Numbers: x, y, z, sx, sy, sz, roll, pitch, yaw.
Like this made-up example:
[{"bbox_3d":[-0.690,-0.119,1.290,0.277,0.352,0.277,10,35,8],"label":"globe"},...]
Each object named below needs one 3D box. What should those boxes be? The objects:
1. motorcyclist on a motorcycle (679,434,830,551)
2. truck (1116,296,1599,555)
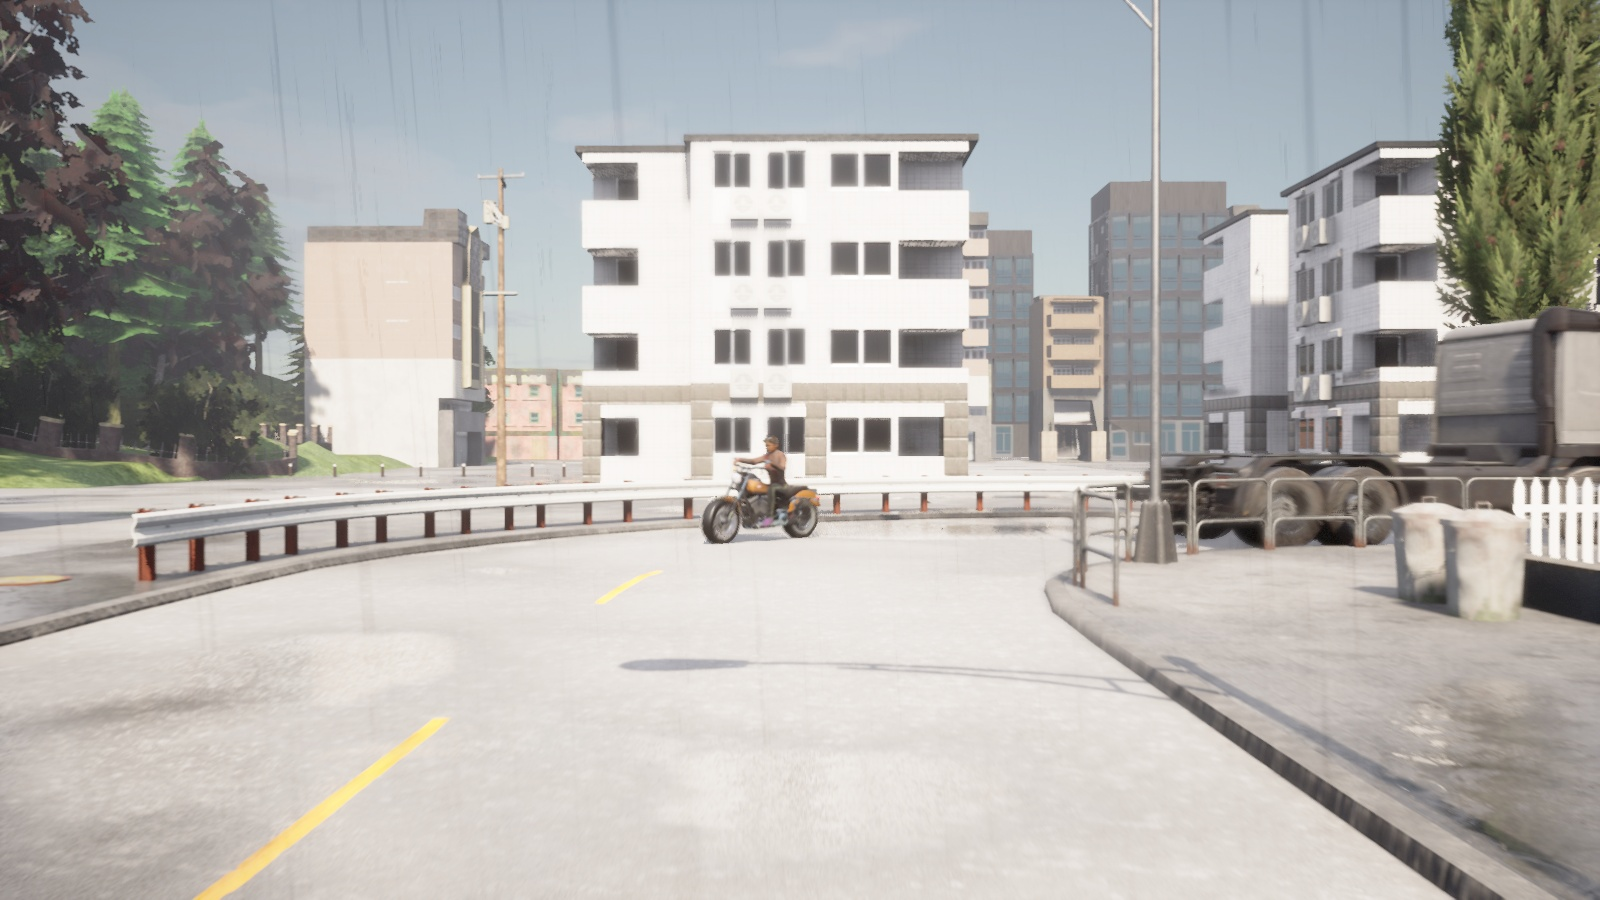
[{"bbox_3d":[-0.653,0.592,18.934,2.350,1.649,0.766,-1,2,-44],"label":"motorcyclist on a motorcycle"},{"bbox_3d":[9.123,-0.335,19.025,7.936,3.462,2.891,0,0,-12],"label":"truck"}]
